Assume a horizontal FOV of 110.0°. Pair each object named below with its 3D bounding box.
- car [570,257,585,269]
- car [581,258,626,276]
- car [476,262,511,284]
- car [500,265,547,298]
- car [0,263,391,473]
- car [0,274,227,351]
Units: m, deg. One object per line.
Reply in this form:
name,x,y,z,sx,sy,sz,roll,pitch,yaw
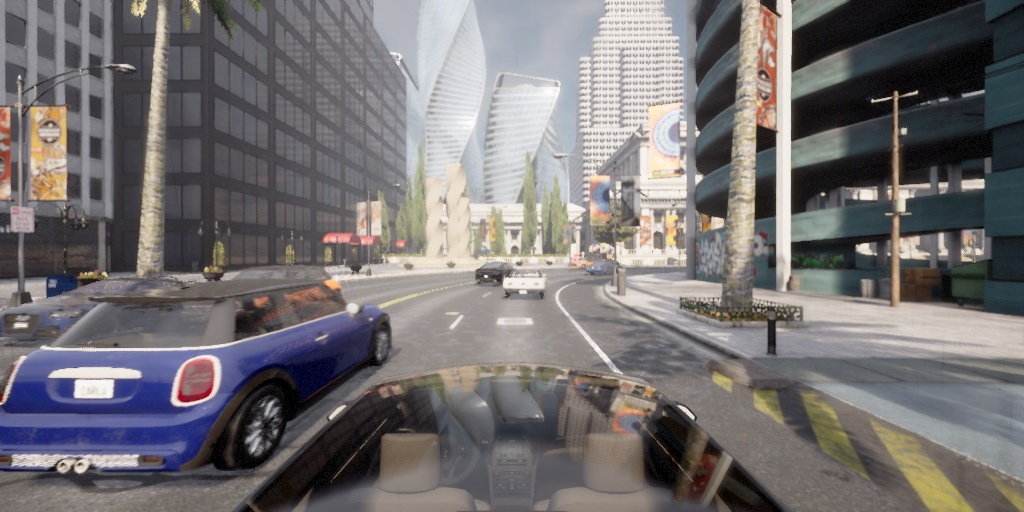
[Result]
car,10.423,0.966,50.674,4.553,1.767,2.097,0,0,-32
car,9.558,1.199,36.256,2.033,1.411,5.357,0,0,44
car,-0.894,1.160,25.441,1.882,1.535,5.008,0,0,18
car,0.815,1.304,18.261,1.895,1.301,4.718,0,0,8
car,-3.366,1.092,5.031,2.097,1.767,4.553,0,0,1
car,-10.363,1.292,9.618,1.994,1.385,4.181,0,0,2
